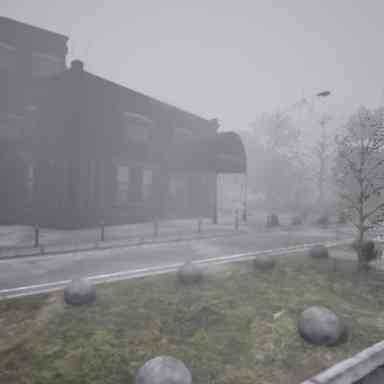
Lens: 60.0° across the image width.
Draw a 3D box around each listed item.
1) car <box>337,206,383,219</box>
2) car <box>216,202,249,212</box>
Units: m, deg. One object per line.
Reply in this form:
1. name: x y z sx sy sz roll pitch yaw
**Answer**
1. car: 19.273 2.348 38.257 4.674 1.442 1.812 1 -1 19
2. car: 5.295 2.051 47.035 5.357 1.411 2.033 1 -1 35
